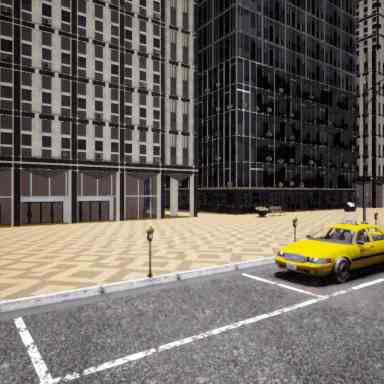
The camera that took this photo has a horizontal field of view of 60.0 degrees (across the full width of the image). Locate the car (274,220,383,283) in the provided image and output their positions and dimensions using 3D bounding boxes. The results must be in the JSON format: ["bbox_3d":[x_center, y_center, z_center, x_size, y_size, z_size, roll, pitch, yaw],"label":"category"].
[{"bbox_3d":[4.444,1.526,9.679,4.829,1.417,1.752,0,0,-35],"label":"car"}]
